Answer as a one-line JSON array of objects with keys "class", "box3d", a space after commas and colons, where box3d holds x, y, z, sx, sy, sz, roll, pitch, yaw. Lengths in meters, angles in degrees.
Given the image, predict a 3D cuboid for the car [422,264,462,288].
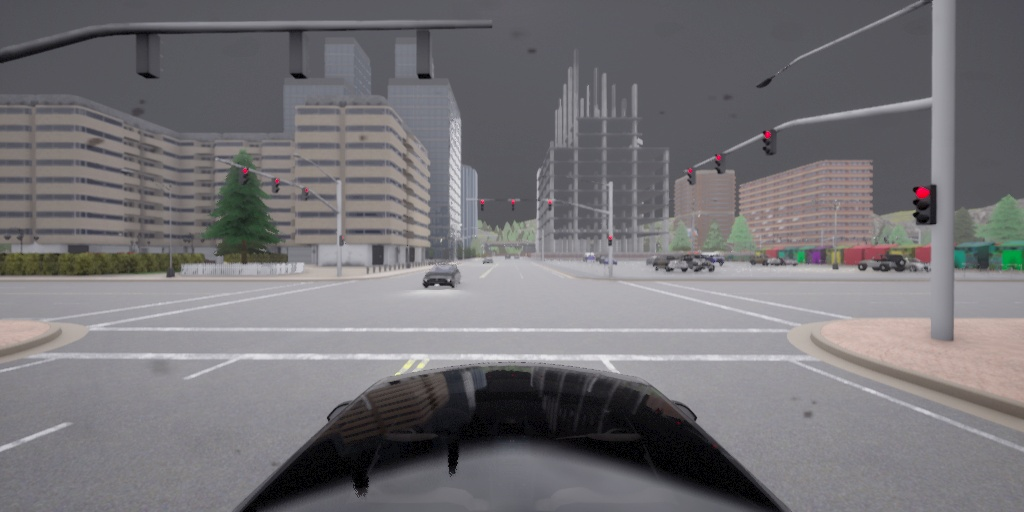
[{"class": "car", "box3d": [-4.260, 1.213, 22.606, 2.033, 1.411, 5.357, 0, 0, -2]}]
